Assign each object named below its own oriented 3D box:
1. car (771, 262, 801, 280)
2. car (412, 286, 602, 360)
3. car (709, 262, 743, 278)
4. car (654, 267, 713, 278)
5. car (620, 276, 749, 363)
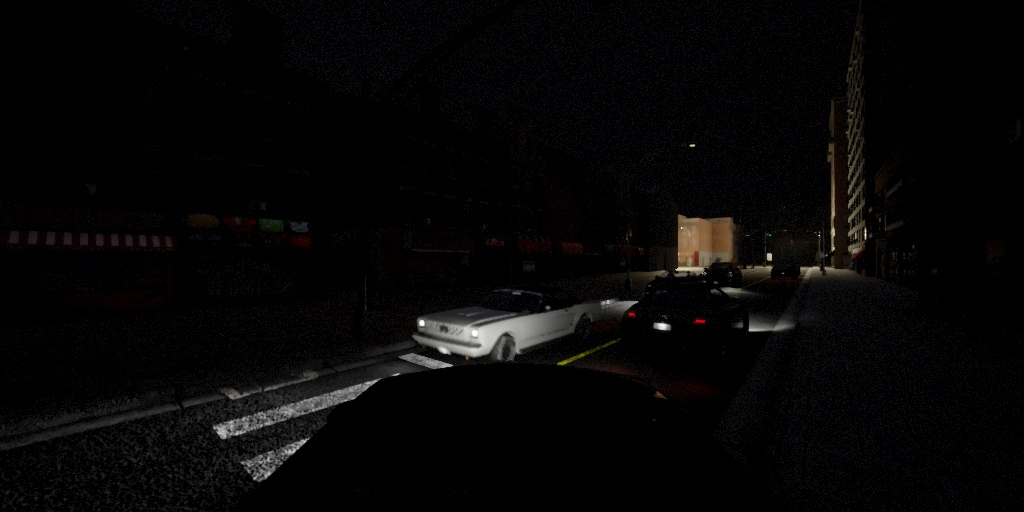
[{"bbox_3d":[25.896,1.408,34.038,1.882,1.535,5.008,0,-1,40],"label":"car"},{"bbox_3d":[0.185,1.382,8.104,1.895,1.301,4.718,0,-1,40],"label":"car"},{"bbox_3d":[15.083,1.234,25.771,2.097,1.767,4.553,0,-1,40],"label":"car"},{"bbox_3d":[8.003,1.398,17.370,1.994,1.385,4.181,0,-1,41],"label":"car"},{"bbox_3d":[4.206,1.344,8.473,1.994,1.385,4.181,0,0,40],"label":"car"}]
